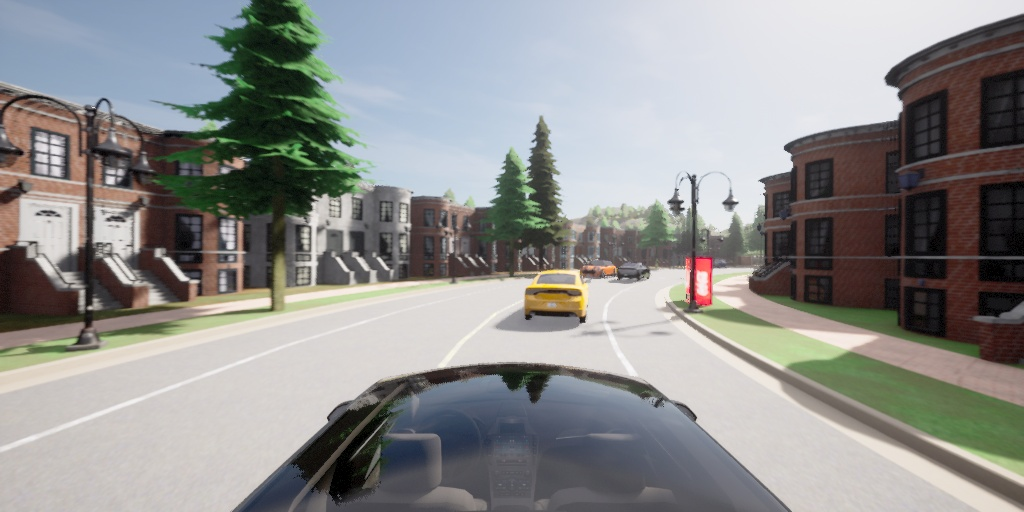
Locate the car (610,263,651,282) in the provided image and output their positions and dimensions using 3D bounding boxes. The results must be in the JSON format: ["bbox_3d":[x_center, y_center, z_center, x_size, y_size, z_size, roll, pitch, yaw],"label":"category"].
[{"bbox_3d":[10.452,1.325,30.606,2.128,1.511,4.902,0,0,34],"label":"car"}]

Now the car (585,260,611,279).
[{"bbox_3d":[8.074,1.163,33.665,2.097,1.767,4.553,1,0,35],"label":"car"}]

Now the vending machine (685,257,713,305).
[{"bbox_3d":[7.611,1.009,14.607,1.100,2.100,0.880,0,0,19],"label":"vending machine"}]

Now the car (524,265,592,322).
[{"bbox_3d":[1.699,1.239,12.566,1.882,1.535,5.008,0,0,13],"label":"car"}]
